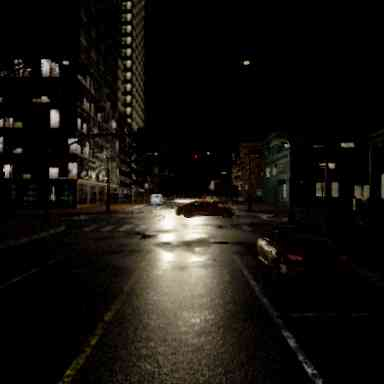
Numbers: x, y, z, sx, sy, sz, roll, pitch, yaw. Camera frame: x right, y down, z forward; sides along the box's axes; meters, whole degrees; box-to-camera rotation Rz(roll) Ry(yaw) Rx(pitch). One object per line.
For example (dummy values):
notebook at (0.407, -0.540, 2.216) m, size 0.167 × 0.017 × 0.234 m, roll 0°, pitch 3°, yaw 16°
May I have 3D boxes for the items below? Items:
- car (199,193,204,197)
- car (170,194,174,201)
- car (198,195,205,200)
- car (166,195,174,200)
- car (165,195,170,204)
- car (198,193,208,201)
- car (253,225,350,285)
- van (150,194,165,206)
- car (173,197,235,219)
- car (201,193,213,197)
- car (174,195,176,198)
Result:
car at (2.695, 1.244, 58.528) m, size 2.192 × 1.841 × 5.009 m, roll 1°, pitch 0°, yaw 0°
car at (-5.693, 1.489, 75.510) m, size 1.802 × 1.307 × 4.206 m, roll 1°, pitch 0°, yaw 0°
car at (2.684, 1.449, 92.573) m, size 1.947 × 1.339 × 4.313 m, roll 1°, pitch 0°, yaw 0°
car at (-5.695, 1.457, 86.858) m, size 1.947 × 1.339 × 4.313 m, roll 1°, pitch 0°, yaw 0°
car at (-5.690, 1.448, 63.992) m, size 1.752 × 1.417 × 4.829 m, roll 1°, pitch 0°, yaw 0°
car at (2.690, 1.213, 81.225) m, size 2.192 × 1.841 × 5.009 m, roll 1°, pitch 0°, yaw 0°
car at (2.824, 1.573, 9.218) m, size 1.802 × 1.307 × 4.206 m, roll 1°, pitch 0°, yaw 0°
van at (-5.684, 1.278, 52.814) m, size 1.690 × 1.788 × 3.998 m, roll 1°, pitch 0°, yaw 0°
car at (1.126, 1.452, 27.849) m, size 5.008 × 1.535 × 1.882 m, roll 0°, pitch 0°, yaw 1°
car at (2.695, 1.384, 47.181) m, size 1.967 × 1.590 × 4.097 m, roll 1°, pitch 0°, yaw 0°
car at (-5.694, 1.465, 81.185) m, size 1.947 × 1.339 × 4.313 m, roll 1°, pitch 0°, yaw 0°
